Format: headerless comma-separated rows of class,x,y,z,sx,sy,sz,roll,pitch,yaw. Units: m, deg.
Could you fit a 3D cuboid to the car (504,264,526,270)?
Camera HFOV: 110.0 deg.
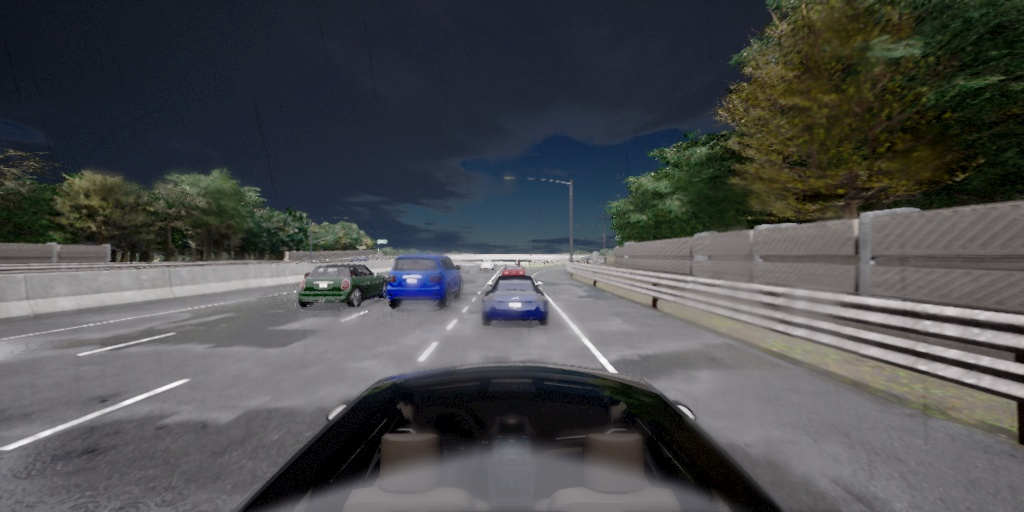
car,0.249,1.373,30.710,1.895,1.301,4.718,0,0,3

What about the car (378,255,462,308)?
car,-3.504,0.983,15.268,2.150,2.045,5.566,0,0,0

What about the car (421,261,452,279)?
car,-6.910,1.281,33.408,1.837,1.490,4.892,0,0,0

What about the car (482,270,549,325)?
car,0.097,1.322,11.902,1.994,1.385,4.181,0,0,0

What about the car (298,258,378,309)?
car,-6.904,1.113,15.243,2.097,1.767,4.553,0,0,0

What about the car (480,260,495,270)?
car,-3.516,1.329,51.955,1.812,1.442,4.674,0,0,0
